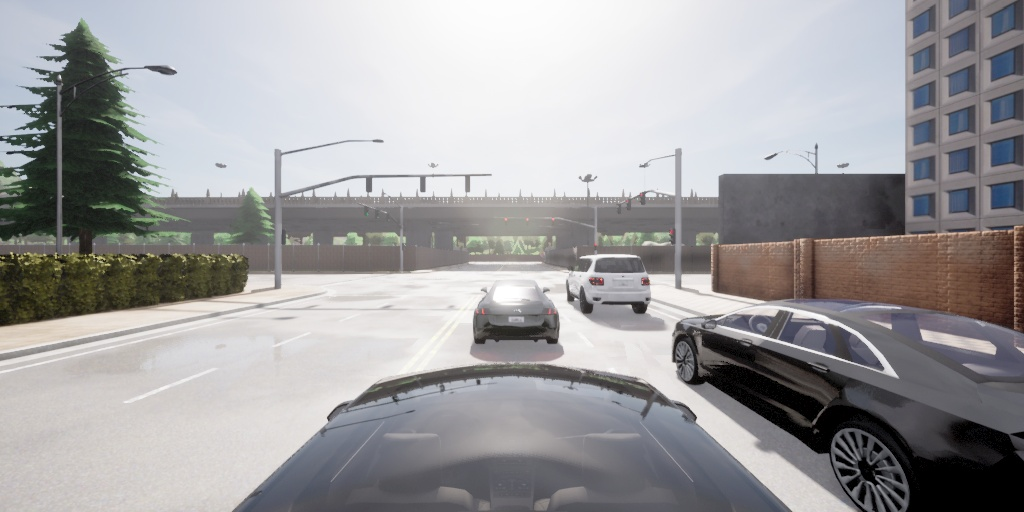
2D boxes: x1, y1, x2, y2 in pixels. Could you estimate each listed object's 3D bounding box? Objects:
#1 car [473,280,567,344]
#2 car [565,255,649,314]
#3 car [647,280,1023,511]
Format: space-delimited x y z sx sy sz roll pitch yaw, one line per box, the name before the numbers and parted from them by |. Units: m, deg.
car | 0.092 1.314 9.586 1.994 1.385 4.181 0 0 0
car | 3.488 0.971 13.931 2.150 2.045 5.566 0 0 0
car | 3.595 1.241 4.126 2.128 1.511 4.902 0 0 0
